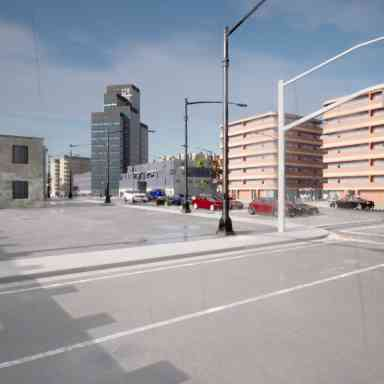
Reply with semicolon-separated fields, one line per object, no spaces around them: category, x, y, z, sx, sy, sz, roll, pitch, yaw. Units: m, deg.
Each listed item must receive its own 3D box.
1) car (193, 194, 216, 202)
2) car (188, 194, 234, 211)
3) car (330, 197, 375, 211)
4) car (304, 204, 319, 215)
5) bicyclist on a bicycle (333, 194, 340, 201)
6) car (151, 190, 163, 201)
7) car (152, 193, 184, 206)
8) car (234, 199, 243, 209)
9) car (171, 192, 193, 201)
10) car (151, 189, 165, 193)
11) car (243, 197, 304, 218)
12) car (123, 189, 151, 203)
car;2.292;0.998;61.573;1.895;1.301;4.718;0;1;-34
car;1.968;1.229;36.891;1.882;1.535;5.008;0;1;-34
car;18.290;1.351;38.155;2.128;1.511;4.902;0;1;-34
car;9.496;1.413;32.090;2.033;1.411;5.357;0;1;-35
bicyclist on a bicycle;19.984;1.094;45.971;1.656;1.620;0.582;0;1;-34
car;-7.294;0.877;56.725;1.837;1.490;4.892;0;1;-34
car;-3.156;1.157;44.400;1.994;1.385;4.181;0;1;-34
car;4.148;1.256;39.910;1.812;1.442;4.674;0;1;-34
car;-1.907;0.862;61.431;1.837;1.490;4.892;0;1;-34
car;-7.565;0.334;69.601;2.150;2.045;5.566;0;1;-34
car;7.115;1.231;29.382;2.097;1.767;4.553;0;1;-34
car;-9.121;0.627;53.177;2.150;2.045;5.566;0;1;-33
